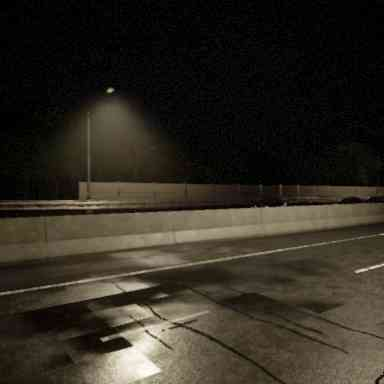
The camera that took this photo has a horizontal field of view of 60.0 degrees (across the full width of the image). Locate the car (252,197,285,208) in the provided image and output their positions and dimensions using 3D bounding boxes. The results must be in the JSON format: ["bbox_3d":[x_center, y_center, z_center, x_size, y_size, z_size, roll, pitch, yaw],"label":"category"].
[{"bbox_3d":[9.471,1.451,40.826,4.892,1.490,1.837,0,0,-35],"label":"car"}]

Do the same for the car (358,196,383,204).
[{"bbox_3d":[27.136,1.416,49.139,4.892,1.490,1.837,0,0,-35],"label":"car"}]

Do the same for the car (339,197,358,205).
[{"bbox_3d":[24.827,1.438,51.781,4.674,1.442,1.812,0,0,-35],"label":"car"}]

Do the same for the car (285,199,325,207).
[{"bbox_3d":[13.581,1.542,39.461,4.718,1.301,1.895,0,0,-35],"label":"car"}]
